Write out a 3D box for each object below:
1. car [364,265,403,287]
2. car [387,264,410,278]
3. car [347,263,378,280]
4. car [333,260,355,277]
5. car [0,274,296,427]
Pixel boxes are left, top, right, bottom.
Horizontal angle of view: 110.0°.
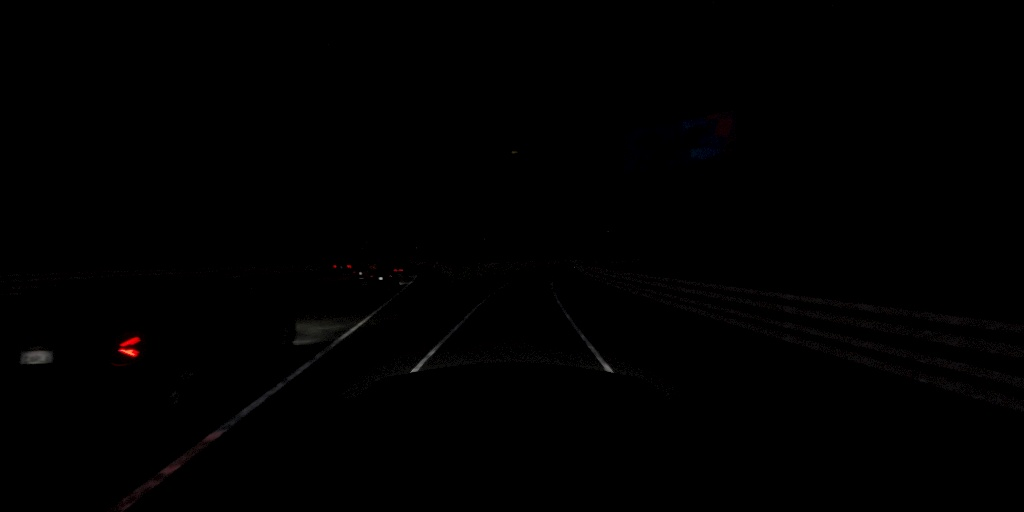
[{"bbox_3d":[-9.862,1.619,27.798,1.994,1.385,4.181,0,-1,-12],"label":"car"},{"bbox_3d":[-12.849,1.754,41.102,1.837,1.490,4.892,0,-1,-13],"label":"car"},{"bbox_3d":[-15.579,1.762,37.785,1.994,1.385,4.181,0,-1,-13],"label":"car"},{"bbox_3d":[-20.878,1.526,45.165,2.150,2.045,5.566,0,-1,-14],"label":"car"},{"bbox_3d":[-5.448,1.122,5.905,2.097,1.767,4.553,0,-1,-11],"label":"car"}]
